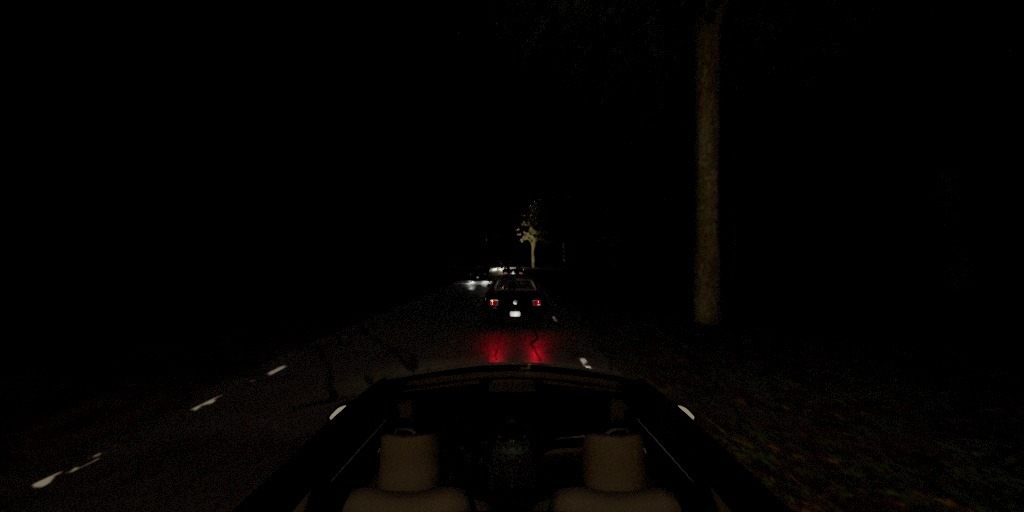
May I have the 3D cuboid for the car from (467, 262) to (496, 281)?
[{"bbox_3d":[-2.859,1.441,32.569,2.033,1.411,5.357,0,0,0],"label":"car"}]

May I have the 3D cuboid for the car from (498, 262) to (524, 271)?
[{"bbox_3d":[0.089,1.423,30.449,2.033,1.411,5.357,0,-1,0],"label":"car"}]

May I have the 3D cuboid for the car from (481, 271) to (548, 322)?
[{"bbox_3d":[0.096,1.369,12.410,1.895,1.301,4.718,0,0,0],"label":"car"}]
